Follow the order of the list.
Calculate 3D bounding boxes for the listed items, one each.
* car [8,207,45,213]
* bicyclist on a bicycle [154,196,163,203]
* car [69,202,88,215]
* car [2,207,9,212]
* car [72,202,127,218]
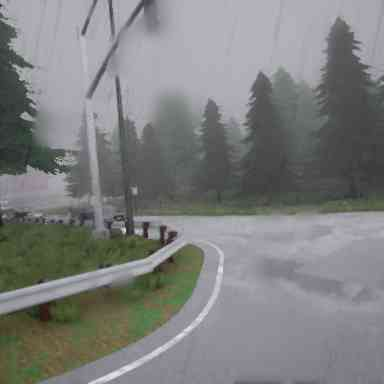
[{"bbox_3d":[-16.038,2.226,32.948,2.128,1.511,4.902,-6,1,-43],"label":"car"},{"bbox_3d":[-2.973,1.134,29.262,1.656,1.620,0.582,-1,-2,-43],"label":"bicyclist on a bicycle"},{"bbox_3d":[-10.301,1.747,32.156,1.837,1.490,4.892,-6,1,-43],"label":"car"},{"bbox_3d":[-29.936,3.138,53.443,1.882,1.535,5.008,-6,1,-43],"label":"car"},{"bbox_3d":[-5.835,1.562,21.882,1.994,1.385,4.181,-6,1,-43],"label":"car"}]
